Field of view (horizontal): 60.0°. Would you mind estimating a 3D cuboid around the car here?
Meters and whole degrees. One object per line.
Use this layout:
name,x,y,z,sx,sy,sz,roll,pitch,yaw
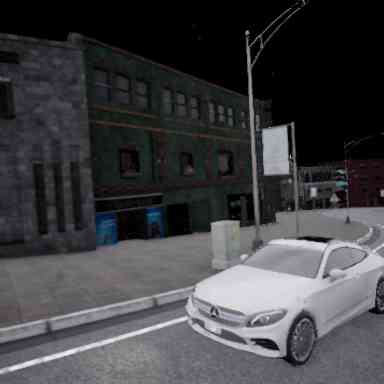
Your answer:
car,2.016,1.580,6.057,4.674,1.442,1.812,1,-1,-42
